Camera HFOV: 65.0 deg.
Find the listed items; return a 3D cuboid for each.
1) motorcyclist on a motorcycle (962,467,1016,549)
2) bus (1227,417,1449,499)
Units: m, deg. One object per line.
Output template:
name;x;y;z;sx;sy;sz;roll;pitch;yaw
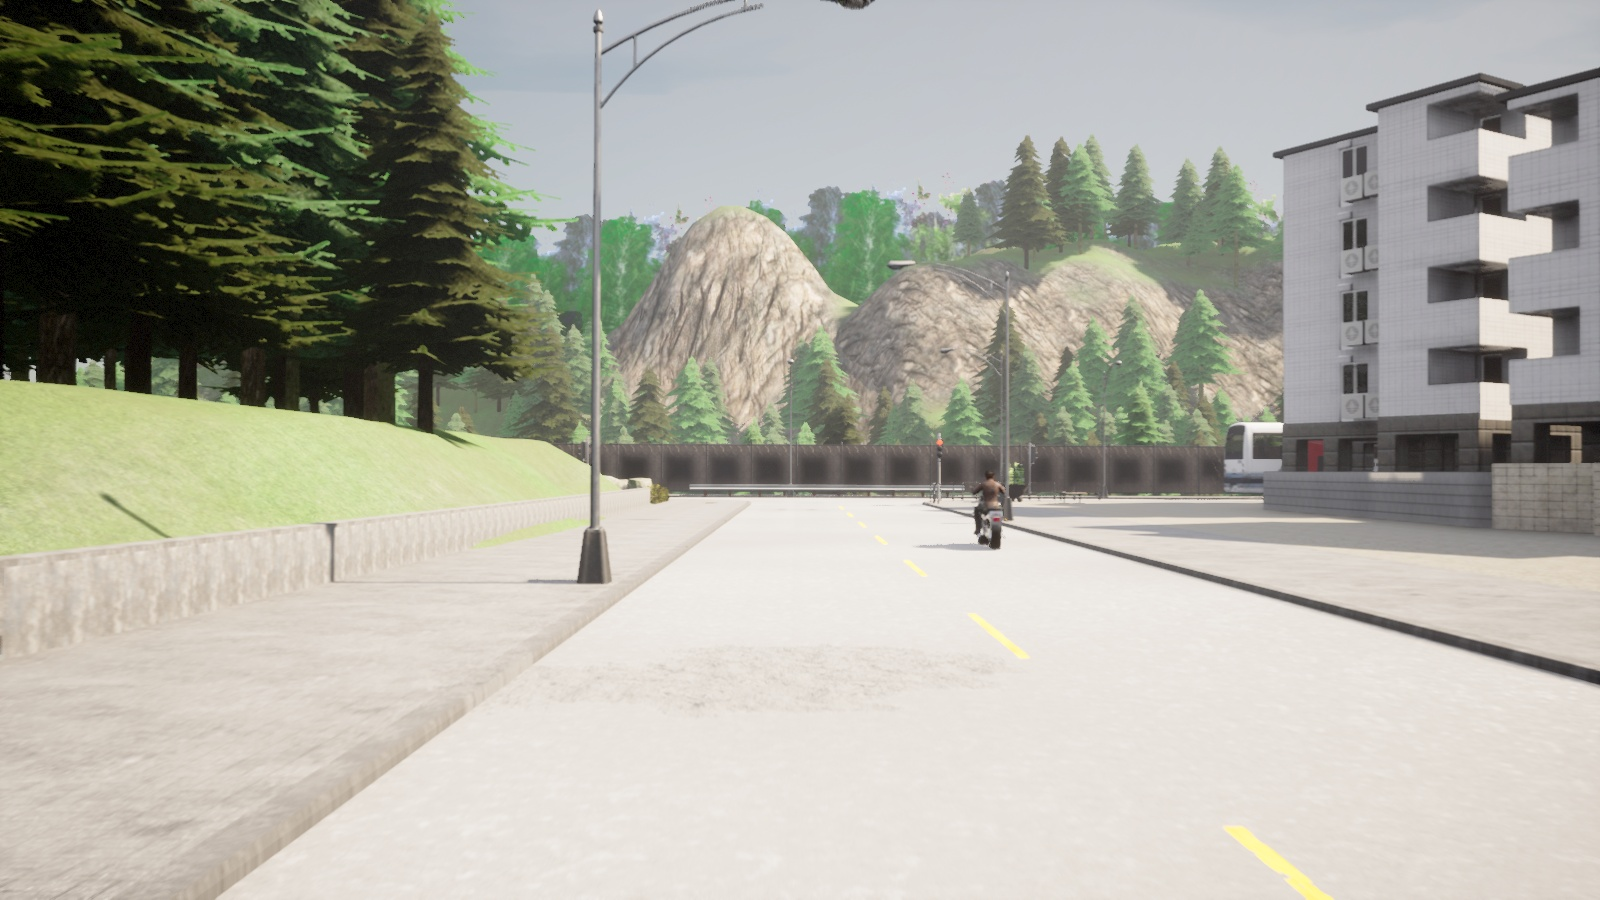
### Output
motorcyclist on a motorcycle;3.945;1.191;26.393;0.766;1.649;2.350;0;-1;0
bus;28.872;0.457;67.762;10.273;4.253;3.944;0;-1;-1
